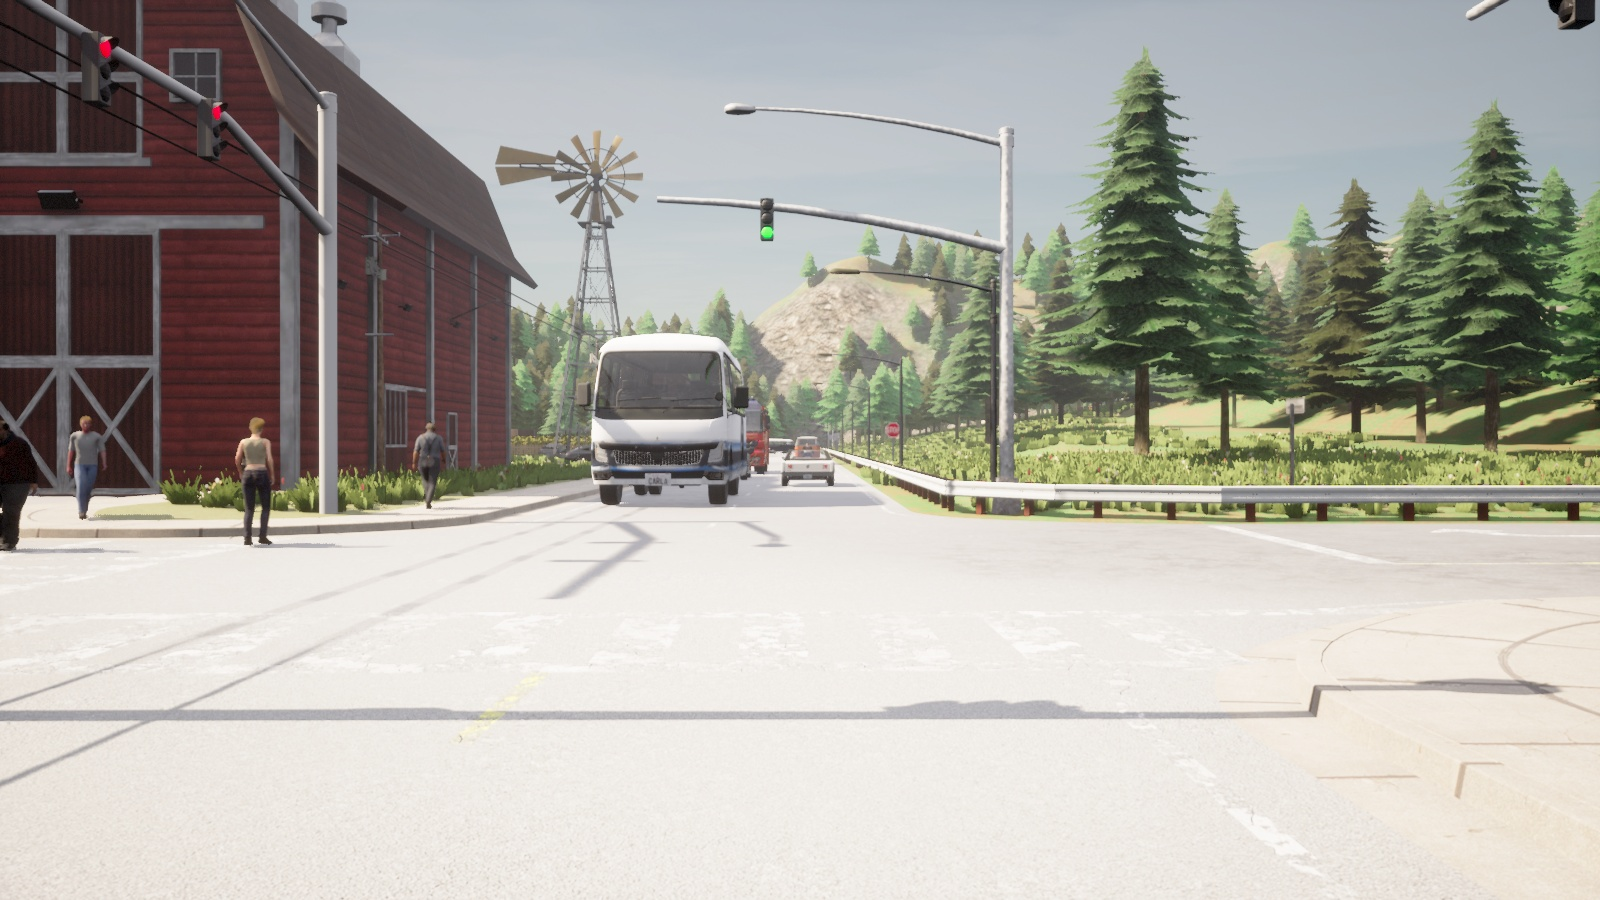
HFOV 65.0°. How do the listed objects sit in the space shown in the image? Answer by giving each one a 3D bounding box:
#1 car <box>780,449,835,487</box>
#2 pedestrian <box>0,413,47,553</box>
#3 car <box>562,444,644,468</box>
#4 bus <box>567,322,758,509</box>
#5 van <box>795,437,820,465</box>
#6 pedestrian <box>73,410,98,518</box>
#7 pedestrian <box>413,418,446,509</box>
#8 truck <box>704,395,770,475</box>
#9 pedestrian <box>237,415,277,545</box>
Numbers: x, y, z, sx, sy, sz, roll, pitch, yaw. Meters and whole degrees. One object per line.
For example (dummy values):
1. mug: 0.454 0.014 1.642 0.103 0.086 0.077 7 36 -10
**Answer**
1. car: 0.283 0.615 45.600 1.895 1.301 4.718 0 0 0
2. pedestrian: -10.736 0.427 16.946 0.634 1.844 0.899 0 0 -4
3. car: -11.928 0.375 76.129 4.674 1.442 1.812 0 0 -1
4. bus: -3.286 -0.804 33.671 3.944 4.253 10.273 0 0 0
5. van: 0.543 0.042 89.948 1.775 1.987 4.442 0 0 0
6. pedestrian: -12.344 0.232 21.686 0.354 1.836 0.706 0 0 -31
7. pedestrian: -7.632 0.264 25.892 0.540 1.848 0.694 0 0 -7
8. truck: -3.108 -0.747 64.062 2.891 3.827 8.468 0 0 0
9. pedestrian: -7.782 0.424 17.998 0.345 1.836 0.594 0 0 -4
